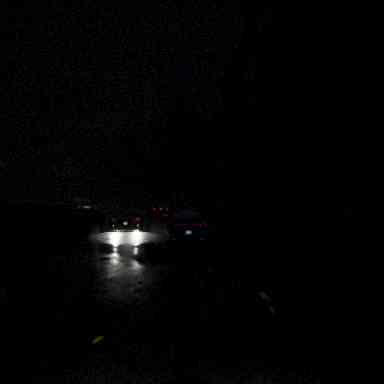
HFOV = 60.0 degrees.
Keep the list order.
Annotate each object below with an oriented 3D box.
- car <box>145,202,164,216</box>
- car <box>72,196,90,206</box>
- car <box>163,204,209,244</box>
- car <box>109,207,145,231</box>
[{"bbox_3d":[-3.700,1.695,34.177,2.033,1.411,5.357,0,0,-17],"label":"car"},{"bbox_3d":[-20.045,1.531,60.108,2.097,1.767,4.553,1,-1,-35],"label":"car"},{"bbox_3d":[-0.344,1.555,16.467,1.882,1.535,5.008,0,0,-4],"label":"car"},{"bbox_3d":[-4.196,1.651,21.441,1.994,1.385,4.181,0,0,-9],"label":"car"}]
